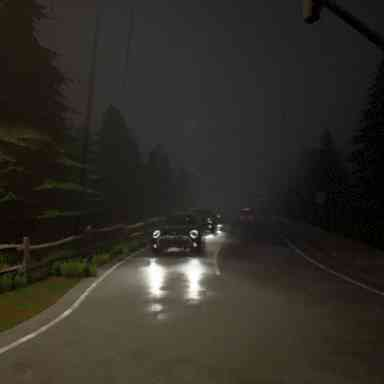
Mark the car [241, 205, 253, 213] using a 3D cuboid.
[{"bbox_3d":[9.699,2.991,58.664,1.994,1.385,4.181,-1,-2,11],"label":"car"}]

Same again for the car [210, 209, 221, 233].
[{"bbox_3d":[0.765,2.024,25.009,2.097,1.767,4.553,-1,-2,9],"label":"car"}]

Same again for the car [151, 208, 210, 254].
[{"bbox_3d":[-0.492,1.788,15.638,2.097,1.767,4.553,-1,-2,6],"label":"car"}]

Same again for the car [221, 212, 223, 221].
[{"bbox_3d":[2.245,2.518,34.902,1.895,1.301,4.718,-1,-2,8],"label":"car"}]

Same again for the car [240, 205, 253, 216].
[{"bbox_3d":[8.051,2.678,48.821,2.128,1.511,4.902,-1,-2,9],"label":"car"}]
